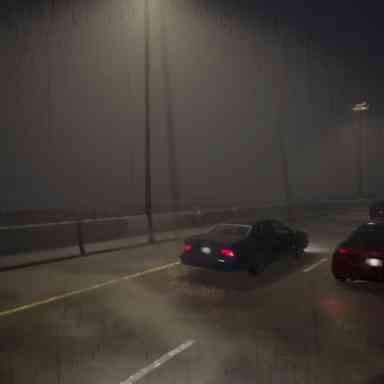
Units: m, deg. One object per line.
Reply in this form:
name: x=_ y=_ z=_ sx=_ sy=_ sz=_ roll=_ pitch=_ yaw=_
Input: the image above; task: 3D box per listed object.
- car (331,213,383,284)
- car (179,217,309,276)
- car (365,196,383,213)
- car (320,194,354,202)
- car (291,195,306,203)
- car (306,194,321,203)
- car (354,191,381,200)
car: x=5.221 y=1.496 z=8.877 sx=1.994 sy=1.385 sz=4.181 roll=0 pitch=0 yaw=38
car: x=1.885 y=1.489 z=10.310 sx=2.033 sy=1.411 sz=5.357 roll=0 pitch=0 yaw=38
car: x=15.238 y=1.283 z=25.501 sx=1.882 sy=1.535 sz=5.008 roll=0 pitch=1 yaw=45
car: x=21.959 y=1.161 z=50.211 sx=4.892 sy=1.490 sz=1.837 roll=0 pitch=0 yaw=-37
car: x=18.981 y=1.240 z=56.737 sx=4.718 sy=1.301 sz=1.895 roll=0 pitch=0 yaw=-37
car: x=21.142 y=1.145 z=53.972 sx=4.892 sy=1.490 sz=1.837 roll=-1 pitch=1 yaw=-37
car: x=25.524 y=0.868 z=48.542 sx=5.566 sy=2.045 sz=2.150 roll=-1 pitch=0 yaw=-37
